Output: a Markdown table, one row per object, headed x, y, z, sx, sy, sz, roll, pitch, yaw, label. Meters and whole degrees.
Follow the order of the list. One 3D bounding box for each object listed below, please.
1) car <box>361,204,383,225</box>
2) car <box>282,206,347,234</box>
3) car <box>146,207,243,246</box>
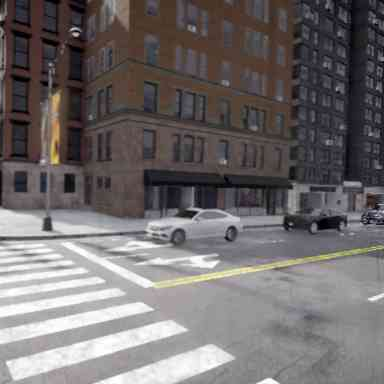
| x | y | z | sx | sy | sz | roll | pitch | yaw | label |
| --- | --- | --- | --- | --- | --- | --- | --- | --- | --- |
| 15.415 | 1.770 | 26.519 | 4.553 | 1.767 | 2.097 | 2 | 1 | -38 | car |
| 7.646 | 1.631 | 20.524 | 5.008 | 1.535 | 1.882 | 2 | 1 | -38 | car |
| 0.231 | 1.426 | 14.783 | 4.674 | 1.442 | 1.812 | 2 | 1 | -36 | car |
